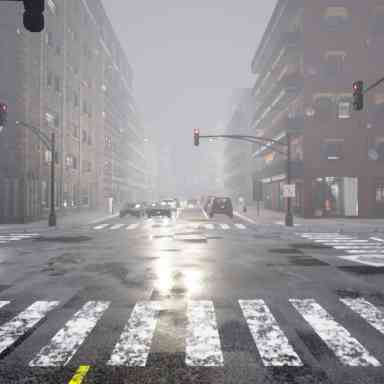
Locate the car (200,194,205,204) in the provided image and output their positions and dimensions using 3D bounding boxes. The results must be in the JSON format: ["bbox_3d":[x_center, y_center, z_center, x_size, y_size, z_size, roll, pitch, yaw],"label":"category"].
[{"bbox_3d":[2.542,1.337,41.315,2.192,1.841,5.009,1,0,0],"label":"car"}]

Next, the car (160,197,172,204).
[{"bbox_3d":[-5.373,1.669,69.069,2.008,1.369,4.403,1,0,0],"label":"car"}]

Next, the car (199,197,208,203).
[{"bbox_3d":[2.501,1.731,74.672,1.802,1.307,4.206,1,0,0],"label":"car"}]

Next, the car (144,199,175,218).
[{"bbox_3d":[-2.873,1.576,30.330,1.994,1.385,4.181,0,0,0],"label":"car"}]

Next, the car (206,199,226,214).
[{"bbox_3d":[2.545,1.541,35.919,1.752,1.417,4.829,1,0,0],"label":"car"}]

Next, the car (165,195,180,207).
[{"bbox_3d":[-2.809,1.567,50.463,1.812,1.442,4.674,0,0,0],"label":"car"}]

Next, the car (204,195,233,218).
[{"bbox_3d":[2.555,1.327,30.190,2.192,1.841,5.009,1,0,0],"label":"car"}]

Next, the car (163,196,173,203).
[{"bbox_3d":[-5.378,1.673,74.461,1.752,1.417,4.829,1,0,0],"label":"car"}]

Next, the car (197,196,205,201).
[{"bbox_3d":[2.484,1.816,91.364,1.947,1.339,4.313,1,0,0],"label":"car"}]

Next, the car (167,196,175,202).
[{"bbox_3d":[-5.390,1.767,85.759,2.008,1.369,4.403,1,0,0],"label":"car"}]

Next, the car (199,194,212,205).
[{"bbox_3d":[2.517,1.404,63.549,2.192,1.841,5.009,1,0,0],"label":"car"}]

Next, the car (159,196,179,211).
[{"bbox_3d":[-2.867,1.546,40.261,1.812,1.442,4.674,0,0,0],"label":"car"}]

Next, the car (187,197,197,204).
[{"bbox_3d":[-0.008,1.687,70.385,1.994,1.385,4.181,0,0,0],"label":"car"}]

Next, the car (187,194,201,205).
[{"bbox_3d":[0.039,1.567,60.150,2.128,1.511,4.902,0,0,0],"label":"car"}]

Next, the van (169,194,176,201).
[{"bbox_3d":[-5.393,1.591,91.325,1.690,1.788,3.998,1,0,0],"label":"van"}]

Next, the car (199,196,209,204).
[{"bbox_3d":[2.509,1.558,69.112,1.967,1.590,4.097,1,0,0],"label":"car"}]

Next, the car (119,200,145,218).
[{"bbox_3d":[-5.329,1.578,30.136,1.947,1.339,4.313,1,0,0],"label":"car"}]

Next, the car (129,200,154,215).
[{"bbox_3d":[-5.335,1.582,35.697,1.947,1.339,4.313,1,0,0],"label":"car"}]
